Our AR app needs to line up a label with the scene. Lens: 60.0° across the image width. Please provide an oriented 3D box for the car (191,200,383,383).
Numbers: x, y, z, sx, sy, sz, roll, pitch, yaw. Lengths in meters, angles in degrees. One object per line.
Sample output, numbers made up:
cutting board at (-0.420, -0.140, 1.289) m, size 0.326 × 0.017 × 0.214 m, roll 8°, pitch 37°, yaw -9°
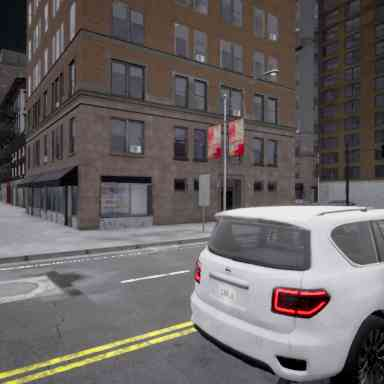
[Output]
car at (2.597, 1.222, 5.281) m, size 5.566 × 2.045 × 2.150 m, roll 0°, pitch 0°, yaw -35°

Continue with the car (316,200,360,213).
car at (16.917, 1.596, 38.706) m, size 1.947 × 1.339 × 4.313 m, roll 0°, pitch 0°, yaw -35°
